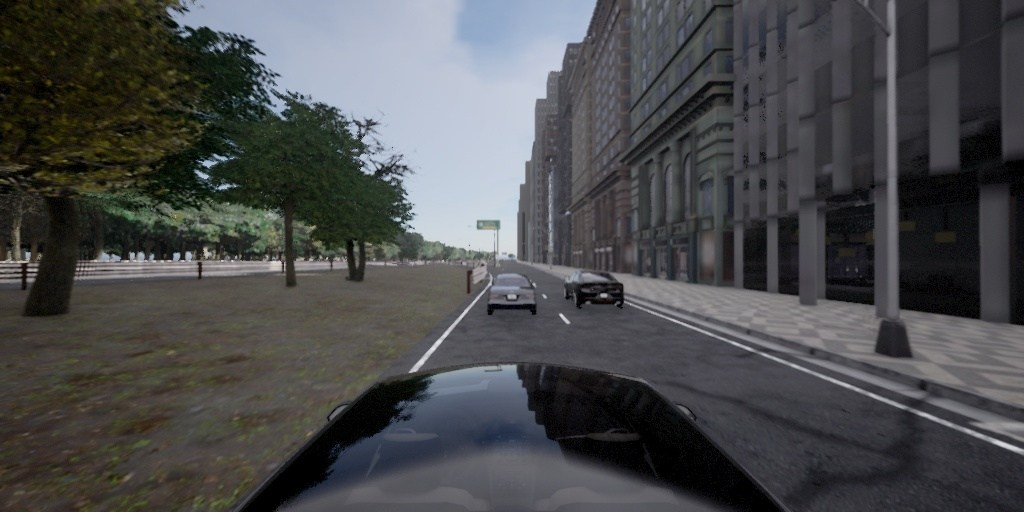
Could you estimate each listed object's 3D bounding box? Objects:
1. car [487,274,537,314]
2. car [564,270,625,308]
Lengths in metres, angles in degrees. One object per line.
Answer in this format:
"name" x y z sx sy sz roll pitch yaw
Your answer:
"car" 0.005 1.420 14.385 2.033 1.411 5.357 0 -1 0
"car" 3.520 1.366 16.095 1.882 1.535 5.008 0 0 0
